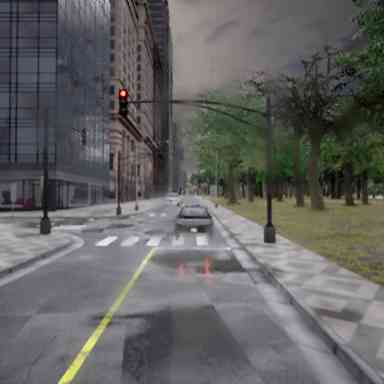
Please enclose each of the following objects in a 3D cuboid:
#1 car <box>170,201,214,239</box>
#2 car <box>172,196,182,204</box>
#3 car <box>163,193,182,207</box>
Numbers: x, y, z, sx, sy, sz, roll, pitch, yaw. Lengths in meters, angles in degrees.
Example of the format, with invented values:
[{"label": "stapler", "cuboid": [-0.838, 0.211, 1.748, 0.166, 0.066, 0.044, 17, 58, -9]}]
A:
[{"label": "car", "cuboid": [0.104, 1.452, 17.231, 2.128, 1.511, 4.902, 1, 0, 0]}, {"label": "car", "cuboid": [-2.945, 1.526, 66.963, 1.812, 1.442, 4.674, 0, 0, 1]}, {"label": "car", "cuboid": [-3.033, 1.199, 50.143, 2.150, 2.045, 5.566, 0, 0, 0]}]
